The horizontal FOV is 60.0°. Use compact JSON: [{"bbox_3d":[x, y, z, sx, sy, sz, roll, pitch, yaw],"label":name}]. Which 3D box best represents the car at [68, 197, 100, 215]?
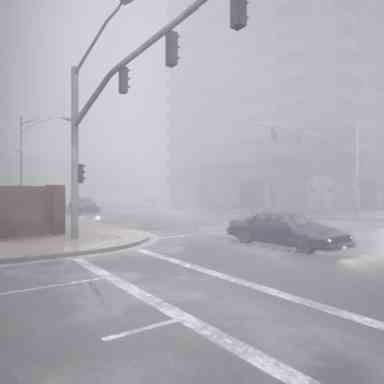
[{"bbox_3d":[-11.094,1.344,34.202,2.097,1.767,4.553,0,0,-36],"label":"car"}]

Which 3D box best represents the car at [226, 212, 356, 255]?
[{"bbox_3d":[3.733,1.547,13.698,2.033,1.411,5.357,0,0,-36],"label":"car"}]

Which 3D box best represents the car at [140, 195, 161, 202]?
[{"bbox_3d":[-9.439,1.468,75.392,4.902,1.511,2.128,0,0,-36],"label":"car"}]
